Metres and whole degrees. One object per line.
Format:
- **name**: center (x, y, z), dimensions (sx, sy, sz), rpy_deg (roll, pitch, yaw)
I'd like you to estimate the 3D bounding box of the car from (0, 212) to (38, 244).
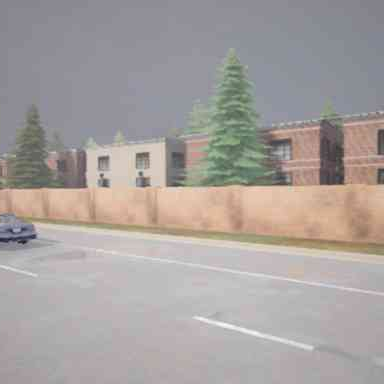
- **car**: center (-8.984, 1.578, 14.688), dimensions (5.357, 1.411, 2.033), rpy_deg (0, 0, 36)
